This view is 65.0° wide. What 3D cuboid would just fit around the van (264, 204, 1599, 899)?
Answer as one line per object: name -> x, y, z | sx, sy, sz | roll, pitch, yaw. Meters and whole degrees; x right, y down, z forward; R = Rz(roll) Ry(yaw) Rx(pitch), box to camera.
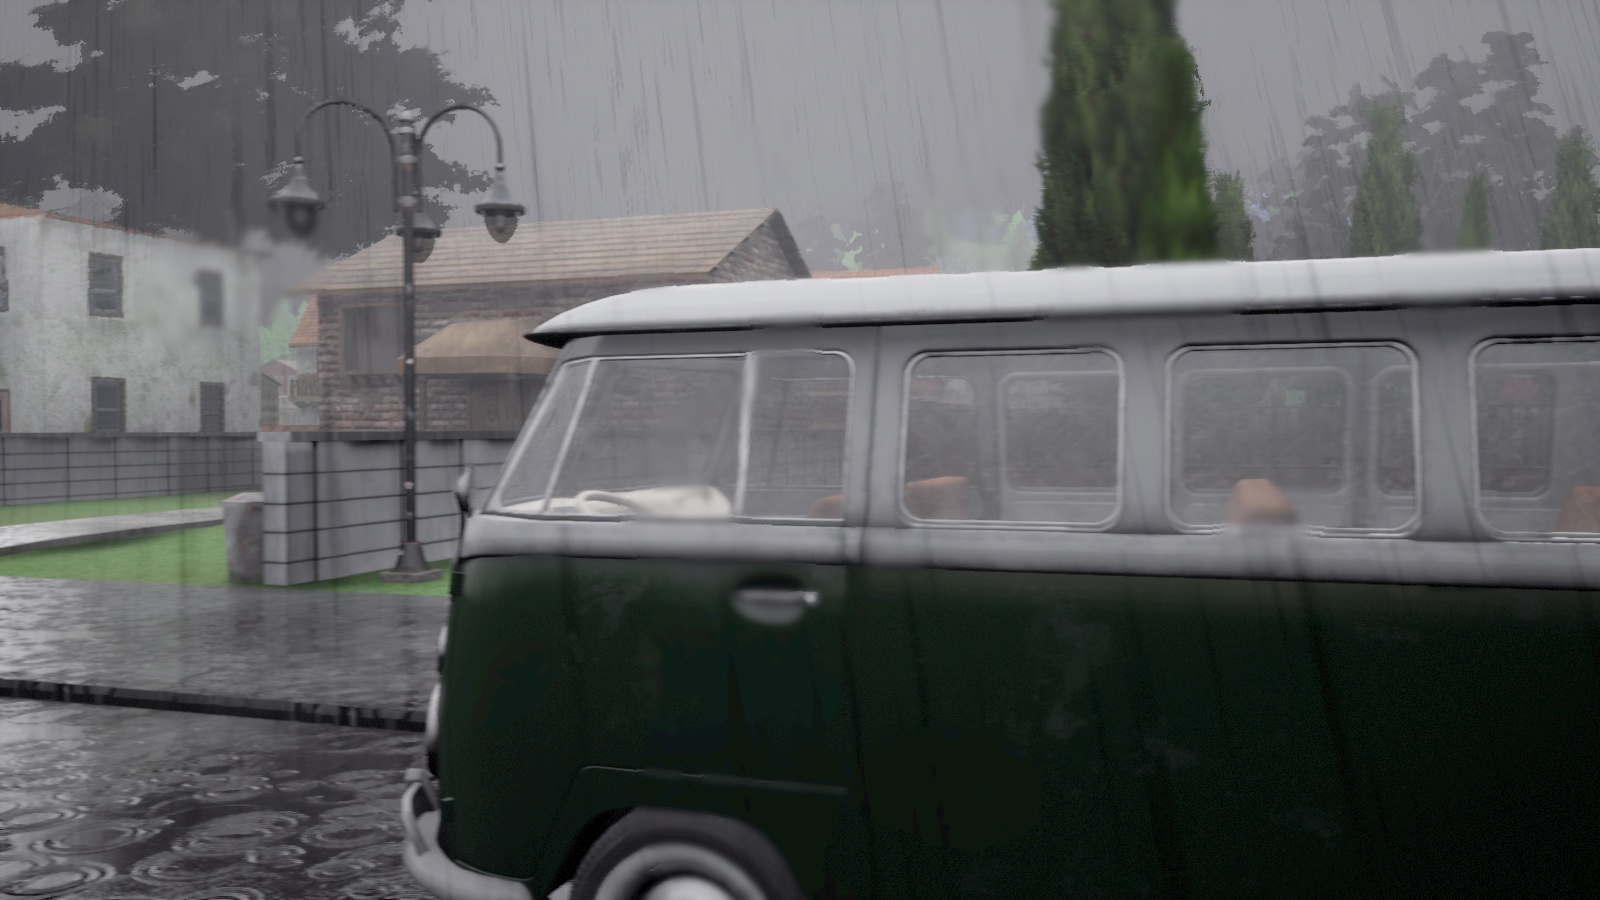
van -> 1.004, 0.529, 3.380 | 4.442, 1.987, 1.775 | 1, 1, 19
